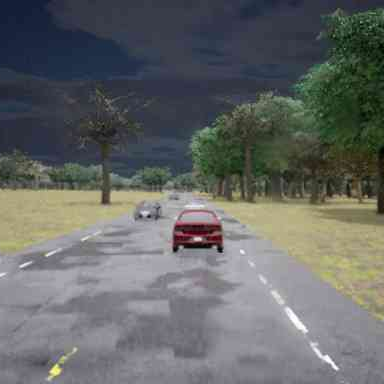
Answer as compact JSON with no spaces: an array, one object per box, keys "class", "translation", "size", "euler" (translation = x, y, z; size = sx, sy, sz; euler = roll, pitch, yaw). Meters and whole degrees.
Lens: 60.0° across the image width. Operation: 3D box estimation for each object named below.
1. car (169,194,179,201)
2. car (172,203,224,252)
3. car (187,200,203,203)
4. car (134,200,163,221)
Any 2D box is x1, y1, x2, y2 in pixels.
[{"class":"car","translation":[-3.657,1.003,67.898],"size":[1.994,1.385,4.181],"euler":[0,1,-1]},{"class":"car","translation":[0.227,1.459,13.926],"size":[1.882,1.535,5.008],"euler":[0,0,0]},{"class":"car","translation":[0.268,1.473,32.956],"size":[1.895,1.301,4.718],"euler":[0,1,0]},{"class":"car","translation":[-3.416,1.414,26.556],"size":[2.128,1.511,4.902],"euler":[0,0,0]}]
